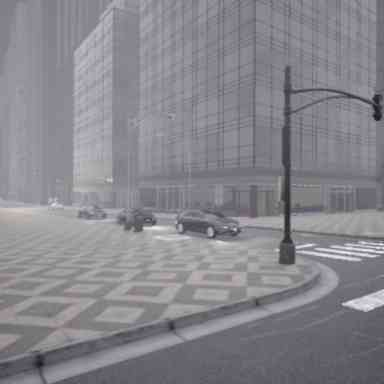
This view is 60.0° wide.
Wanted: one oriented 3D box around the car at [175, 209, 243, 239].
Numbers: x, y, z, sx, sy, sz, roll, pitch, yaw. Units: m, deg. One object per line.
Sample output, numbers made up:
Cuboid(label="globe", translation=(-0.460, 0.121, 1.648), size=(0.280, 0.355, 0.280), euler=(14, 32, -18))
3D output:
Cuboid(label="car", translation=(0.860, 1.774, 19.477), size=(1.837, 1.490, 4.892), euler=(0, -1, -36))

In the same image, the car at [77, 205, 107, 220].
Cuboid(label="car", translation=(-10.657, 2.095, 35.360), size=(1.812, 1.442, 4.674), euler=(0, -1, -36))

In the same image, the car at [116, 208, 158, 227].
Cuboid(label="car", translation=(-4.478, 1.972, 26.825), size=(1.994, 1.385, 4.181), euler=(0, -1, -36))

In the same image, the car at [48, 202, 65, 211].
Cuboid(label="car", translation=(-24.234, 2.544, 59.498), size=(1.812, 1.442, 4.674), euler=(0, -1, -36))
